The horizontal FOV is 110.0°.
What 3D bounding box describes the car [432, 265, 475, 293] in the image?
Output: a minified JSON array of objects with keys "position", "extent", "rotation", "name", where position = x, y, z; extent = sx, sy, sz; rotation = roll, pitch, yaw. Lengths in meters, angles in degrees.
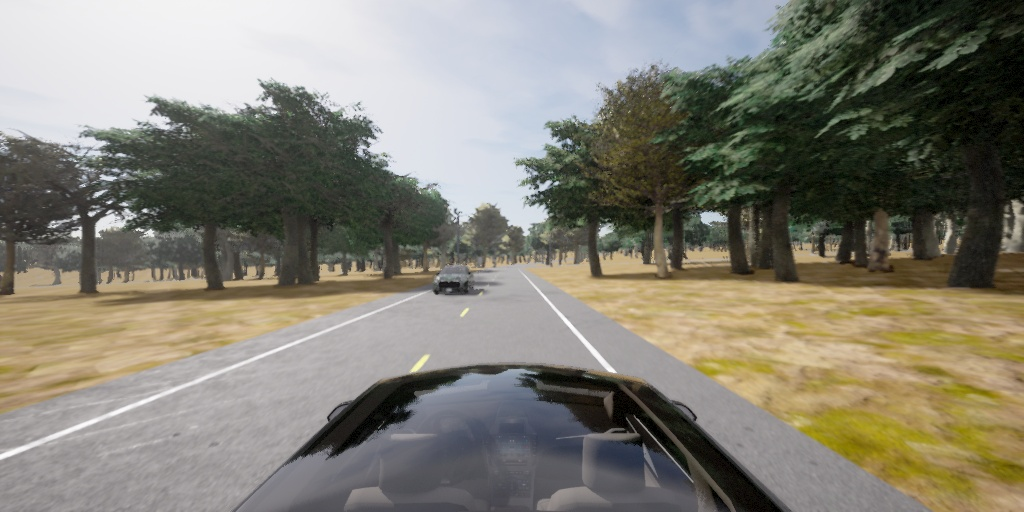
[{"position":[-3.578,1.363,22.562],"extent":[2.097,1.767,4.553],"rotation":[-1,-1,0],"name":"car"}]
